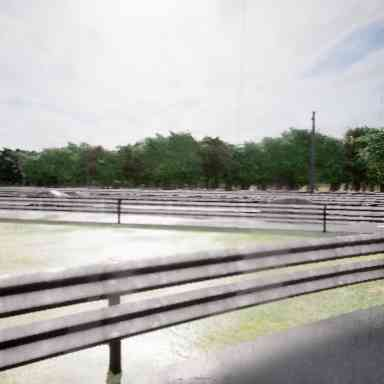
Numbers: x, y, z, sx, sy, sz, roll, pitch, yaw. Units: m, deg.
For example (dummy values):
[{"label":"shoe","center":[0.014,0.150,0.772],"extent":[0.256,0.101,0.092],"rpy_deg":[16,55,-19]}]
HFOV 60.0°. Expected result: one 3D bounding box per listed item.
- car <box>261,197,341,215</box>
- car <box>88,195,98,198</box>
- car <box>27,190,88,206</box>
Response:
[{"label":"car","center":[6.990,1.081,21.543],"extent":[4.892,1.490,1.837],"rpy_deg":[1,2,13]},{"label":"car","center":[-11.292,0.613,32.767],"extent":[4.181,1.385,1.994],"rpy_deg":[1,2,13]},{"label":"car","center":[-12.227,0.623,29.391],"extent":[4.902,1.511,2.128],"rpy_deg":[1,2,13]}]
